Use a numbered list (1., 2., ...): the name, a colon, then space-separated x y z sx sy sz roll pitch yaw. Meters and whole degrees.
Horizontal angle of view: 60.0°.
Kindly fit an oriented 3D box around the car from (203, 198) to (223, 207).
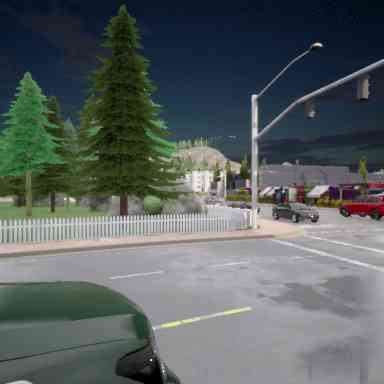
1. car: 2.685 1.547 44.984 2.128 1.511 4.902 0 0 -16

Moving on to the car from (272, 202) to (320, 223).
1. car: 8.095 1.560 26.346 1.837 1.490 4.892 0 0 -14

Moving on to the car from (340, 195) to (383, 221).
1. car: 15.089 1.277 28.137 2.150 2.045 5.566 0 0 -16

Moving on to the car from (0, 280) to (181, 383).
1. car: -2.732 1.221 1.688 5.566 2.045 2.150 0 0 -36

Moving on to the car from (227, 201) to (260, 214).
1. car: 5.458 1.656 35.432 1.895 1.301 4.718 0 0 -16
